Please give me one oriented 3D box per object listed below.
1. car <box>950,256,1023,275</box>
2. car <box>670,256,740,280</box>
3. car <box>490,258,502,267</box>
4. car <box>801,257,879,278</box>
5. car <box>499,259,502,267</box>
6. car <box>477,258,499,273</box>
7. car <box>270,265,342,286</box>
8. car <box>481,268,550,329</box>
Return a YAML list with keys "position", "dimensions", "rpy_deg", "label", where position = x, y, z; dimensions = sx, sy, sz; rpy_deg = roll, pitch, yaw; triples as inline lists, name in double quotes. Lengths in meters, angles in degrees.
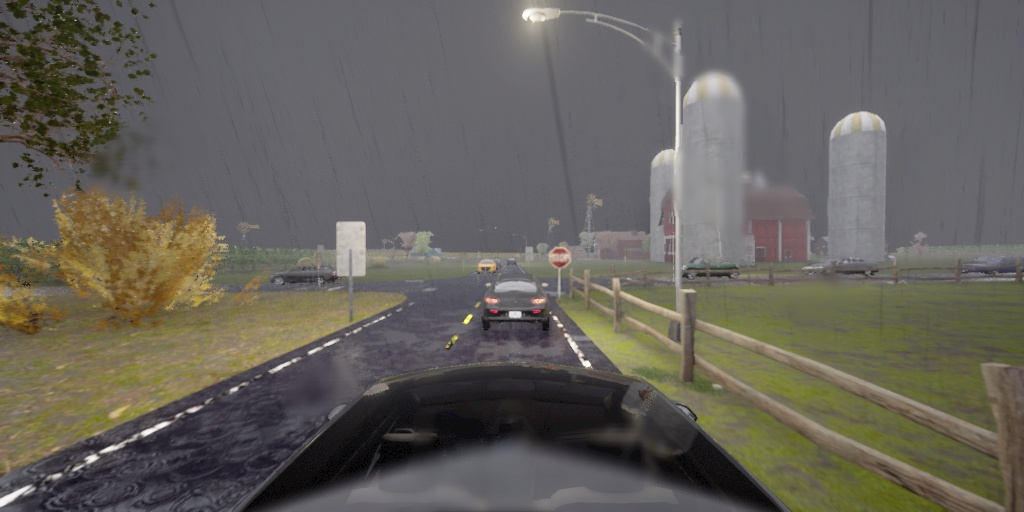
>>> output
- position: [36.472, 0.687, 26.920]
  dimensions: [5.357, 1.411, 2.033]
  rpy_deg: [-1, 1, 0]
  label: "car"
- position: [14.286, 0.806, 26.765]
  dimensions: [4.553, 1.767, 2.097]
  rpy_deg: [-1, 1, -1]
  label: "car"
- position: [-2.793, 1.170, 62.366]
  dimensions: [1.837, 1.490, 4.892]
  rpy_deg: [0, 0, 0]
  label: "car"
- position: [24.454, 0.799, 26.843]
  dimensions: [4.902, 1.511, 2.128]
  rpy_deg: [-1, 1, 0]
  label: "car"
- position: [-2.844, 1.220, 51.242]
  dimensions: [2.033, 1.411, 5.357]
  rpy_deg: [0, 0, 0]
  label: "car"
- position: [-2.857, 1.161, 41.261]
  dimensions: [1.882, 1.535, 5.008]
  rpy_deg: [0, 0, 0]
  label: "car"
- position: [-15.187, 1.390, 26.527]
  dimensions: [4.892, 1.490, 1.837]
  rpy_deg: [-1, 0, 1]
  label: "car"
- position: [0.139, 1.257, 11.002]
  dimensions: [1.812, 1.442, 4.674]
  rpy_deg: [0, 0, 2]
  label: "car"
